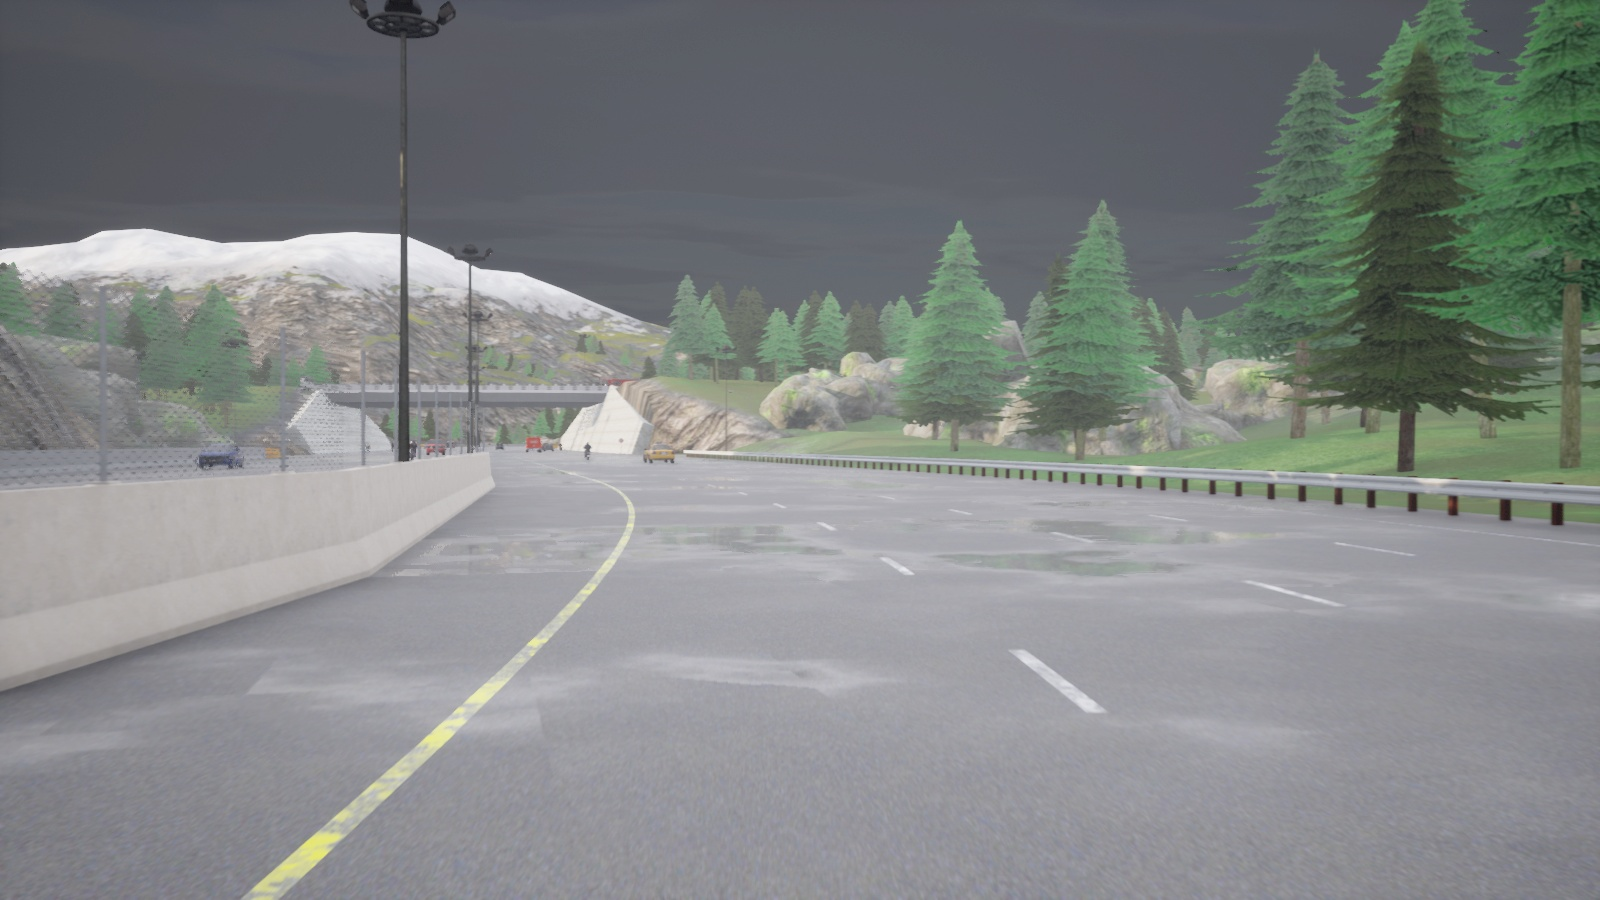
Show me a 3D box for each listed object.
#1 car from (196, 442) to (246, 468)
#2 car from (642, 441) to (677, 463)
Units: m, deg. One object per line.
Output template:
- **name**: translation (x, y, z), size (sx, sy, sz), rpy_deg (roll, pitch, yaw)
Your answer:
- **car**: translation (-34.820, 0.280, 75.676), size (1.882, 1.535, 5.008), rpy_deg (0, 0, -15)
- **car**: translation (-10.395, 0.157, 92.877), size (1.801, 1.575, 5.366), rpy_deg (0, 0, -15)
